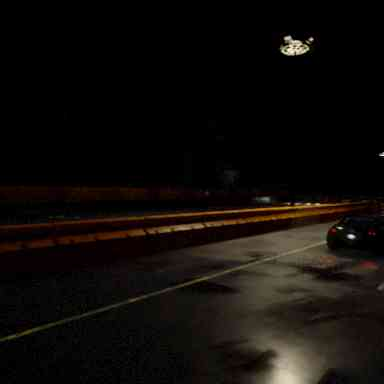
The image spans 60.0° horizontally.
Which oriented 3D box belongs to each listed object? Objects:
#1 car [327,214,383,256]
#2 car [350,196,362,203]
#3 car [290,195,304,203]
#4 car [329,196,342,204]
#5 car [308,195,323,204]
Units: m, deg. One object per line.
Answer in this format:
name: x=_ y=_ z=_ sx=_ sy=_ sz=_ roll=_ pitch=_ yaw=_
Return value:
car: x=7.022 y=1.572 z=13.383 sx=1.994 sy=1.385 sz=4.181 roll=1 pitch=1 yaw=41
car: x=30.149 y=1.554 z=61.077 sx=1.812 sy=1.442 sz=4.674 roll=1 pitch=0 yaw=30
car: x=20.725 y=1.349 z=65.698 sx=1.882 sy=1.535 sz=5.008 roll=1 pitch=0 yaw=30
car: x=27.007 y=1.487 z=62.627 sx=2.128 sy=1.511 sz=4.902 roll=1 pitch=0 yaw=30
car: x=23.883 y=1.278 z=64.197 sx=2.097 sy=1.767 sz=4.553 roll=1 pitch=0 yaw=30
